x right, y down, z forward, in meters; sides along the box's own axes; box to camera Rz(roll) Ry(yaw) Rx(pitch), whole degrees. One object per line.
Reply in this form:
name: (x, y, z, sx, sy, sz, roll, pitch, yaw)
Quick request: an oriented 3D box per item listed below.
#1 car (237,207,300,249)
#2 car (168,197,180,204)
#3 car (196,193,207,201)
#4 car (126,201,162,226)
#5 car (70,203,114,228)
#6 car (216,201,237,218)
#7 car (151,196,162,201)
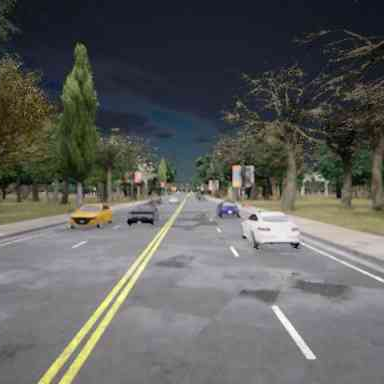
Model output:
car: (3.334, 1.552, 14.671, 1.812, 1.442, 4.674, 0, 0, 0)
car: (-3.495, 1.627, 64.534, 1.812, 1.442, 4.674, 0, 0, 0)
car: (2.847, 1.623, 86.407, 2.128, 1.511, 4.902, 0, 0, -1)
car: (-3.386, 1.591, 24.049, 2.033, 1.411, 5.357, 0, 0, 0)
car: (-6.632, 1.519, 22.480, 1.882, 1.535, 5.008, 0, 0, 0)
car: (3.292, 1.581, 31.133, 1.812, 1.442, 4.674, 0, 0, 0)
car: (-6.745, 1.580, 63.279, 1.882, 1.535, 5.008, 0, 0, 0)
